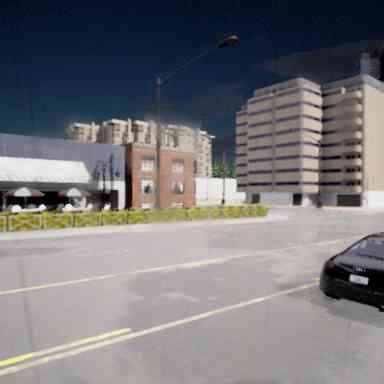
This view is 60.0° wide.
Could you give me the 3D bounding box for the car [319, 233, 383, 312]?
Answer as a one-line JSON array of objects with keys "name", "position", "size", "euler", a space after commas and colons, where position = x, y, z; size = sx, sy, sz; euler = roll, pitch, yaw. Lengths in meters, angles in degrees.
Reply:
[{"name": "car", "position": [4.730, 1.623, 7.445], "size": [4.181, 1.385, 1.994], "euler": [0, 0, -37]}]
